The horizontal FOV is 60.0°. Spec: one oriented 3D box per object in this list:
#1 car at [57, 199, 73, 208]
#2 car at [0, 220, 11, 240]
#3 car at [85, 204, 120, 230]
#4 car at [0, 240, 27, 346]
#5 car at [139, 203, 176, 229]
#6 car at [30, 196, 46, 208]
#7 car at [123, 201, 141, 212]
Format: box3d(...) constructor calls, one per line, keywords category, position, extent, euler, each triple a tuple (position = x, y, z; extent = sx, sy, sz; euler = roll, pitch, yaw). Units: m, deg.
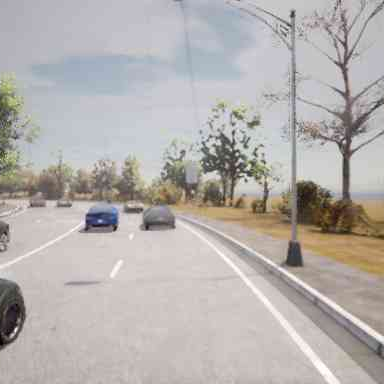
box3d(category="car", position=(-19.132, 1.699, 49.969), extent=(1.895, 1.301, 4.718), euler=(0, 0, -26))
box3d(category="car", position=(-7.881, 1.529, 11.185), extent=(2.128, 1.511, 4.902), euler=(0, 0, -6))
box3d(category="car", position=(-5.687, 1.520, 21.395), extent=(1.882, 1.535, 5.008), euler=(0, 0, -11))
box3d(category="car", position=(-3.630, 1.581, 3.708), extent=(1.994, 1.385, 4.181), euler=(0, 0, -2))
box3d(category="car", position=(-2.281, 1.600, 22.154), extent=(1.994, 1.385, 4.181), euler=(0, 0, -11))
box3d(category="car", position=(-23.468, 1.453, 50.711), extent=(2.097, 1.767, 4.553), euler=(0, 0, -27))
box3d(category="car", position=(-7.059, 1.672, 39.718), extent=(1.895, 1.301, 4.718), euler=(0, 0, -19))
